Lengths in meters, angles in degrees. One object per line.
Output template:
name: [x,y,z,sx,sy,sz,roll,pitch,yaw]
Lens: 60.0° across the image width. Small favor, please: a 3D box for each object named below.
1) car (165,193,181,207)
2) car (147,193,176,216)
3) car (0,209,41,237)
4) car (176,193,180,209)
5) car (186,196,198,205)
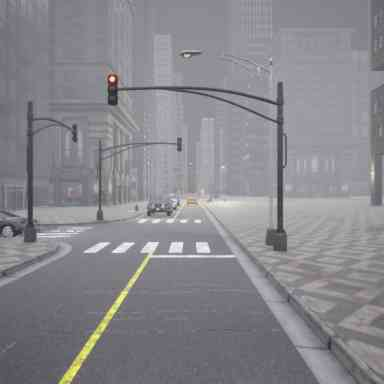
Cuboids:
car: [-3.058,1.231,54.093,2.150,2.045,5.566,0,0,0]
car: [-3.088,1.221,32.928,2.150,2.045,5.566,0,0,0]
car: [-10.619,1.641,17.703,4.892,1.490,1.837,-1,0,4]
car: [-3.088,1.224,43.376,2.150,2.045,5.566,0,0,0]
car: [0.012,1.489,57.607,1.882,1.535,5.008,0,0,0]
